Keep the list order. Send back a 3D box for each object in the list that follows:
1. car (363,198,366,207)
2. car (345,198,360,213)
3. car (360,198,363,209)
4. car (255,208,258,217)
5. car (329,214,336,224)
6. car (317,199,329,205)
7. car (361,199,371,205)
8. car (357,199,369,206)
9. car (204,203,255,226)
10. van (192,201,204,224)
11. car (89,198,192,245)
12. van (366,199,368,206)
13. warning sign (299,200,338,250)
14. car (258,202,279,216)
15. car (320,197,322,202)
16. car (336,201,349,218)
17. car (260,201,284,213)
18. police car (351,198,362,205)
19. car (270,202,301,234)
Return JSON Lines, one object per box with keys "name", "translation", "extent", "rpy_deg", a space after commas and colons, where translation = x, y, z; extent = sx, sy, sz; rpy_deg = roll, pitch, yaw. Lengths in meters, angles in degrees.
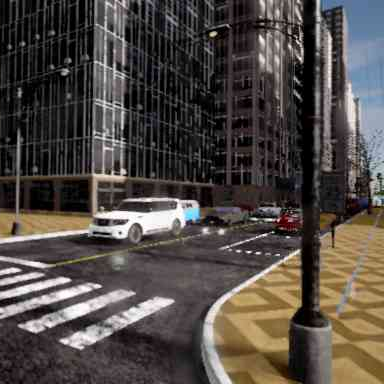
{"name": "car", "translation": [29.470, 2.179, 59.407], "extent": [1.752, 1.417, 4.829], "rpy_deg": [1, 0, 30]}
{"name": "car", "translation": [20.731, 1.791, 44.554], "extent": [2.192, 1.841, 5.009], "rpy_deg": [1, 0, 30]}
{"name": "car", "translation": [23.616, 1.850, 49.456], "extent": [2.192, 1.841, 5.009], "rpy_deg": [1, 0, 30]}
{"name": "car", "translation": [4.851, 1.813, 34.119], "extent": [1.887, 1.381, 4.507], "rpy_deg": [1, 0, 30]}
{"name": "car", "translation": [9.242, 1.808, 24.910], "extent": [1.947, 1.339, 4.313], "rpy_deg": [1, 0, 30]}
{"name": "car", "translation": [30.828, 2.362, 78.237], "extent": [1.947, 1.339, 4.313], "rpy_deg": [1, 0, 30]}
{"name": "car", "translation": [43.811, 2.498, 83.773], "extent": [2.008, 1.369, 4.403], "rpy_deg": [1, 0, 30]}
{"name": "car", "translation": [38.040, 2.379, 73.968], "extent": [2.008, 1.369, 4.403], "rpy_deg": [1, 0, 30]}
{"name": "car", "translation": [2.723, 1.738, 25.396], "extent": [2.033, 1.411, 5.357], "rpy_deg": [0, 0, 30]}
{"name": "van", "translation": [-1.013, 1.492, 24.372], "extent": [1.690, 1.788, 3.998], "rpy_deg": [1, 0, 30]}
{"name": "car", "translation": [-2.481, 1.307, 16.548], "extent": [2.150, 2.045, 5.566], "rpy_deg": [0, -1, 30]}
{"name": "van", "translation": [35.158, 2.111, 69.066], "extent": [1.690, 1.788, 3.998], "rpy_deg": [1, 0, 30]}
{"name": "warning sign", "translation": [5.059, 1.242, 13.270], "extent": [1.300, 1.860, 1.060], "rpy_deg": [0, -1, 30]}
{"name": "car", "translation": [7.932, 1.821, 34.222], "extent": [1.812, 1.442, 4.674], "rpy_deg": [0, 0, 31]}
{"name": "car", "translation": [16.851, 1.653, 43.085], "extent": [2.150, 2.045, 5.566], "rpy_deg": [0, -1, 30]}
{"name": "car", "translation": [14.956, 1.941, 34.748], "extent": [1.802, 1.307, 4.206], "rpy_deg": [1, 0, 30]}
{"name": "car", "translation": [10.628, 1.951, 43.918], "extent": [1.947, 1.339, 4.313], "rpy_deg": [1, 0, 30]}
{"name": "police car", "translation": [39.565, 2.310, 80.100], "extent": [1.930, 1.638, 5.238], "rpy_deg": [0, 0, 30]}
{"name": "car", "translation": [6.407, 1.625, 19.980], "extent": [1.967, 1.590, 4.097], "rpy_deg": [1, 0, 30]}
